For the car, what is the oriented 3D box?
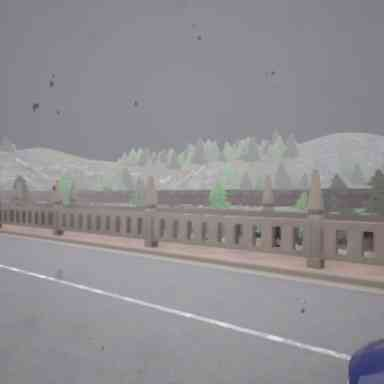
[{"bbox_3d":[3.301,1.525,1.638,4.674,1.442,1.812,0,0,36],"label":"car"}]
